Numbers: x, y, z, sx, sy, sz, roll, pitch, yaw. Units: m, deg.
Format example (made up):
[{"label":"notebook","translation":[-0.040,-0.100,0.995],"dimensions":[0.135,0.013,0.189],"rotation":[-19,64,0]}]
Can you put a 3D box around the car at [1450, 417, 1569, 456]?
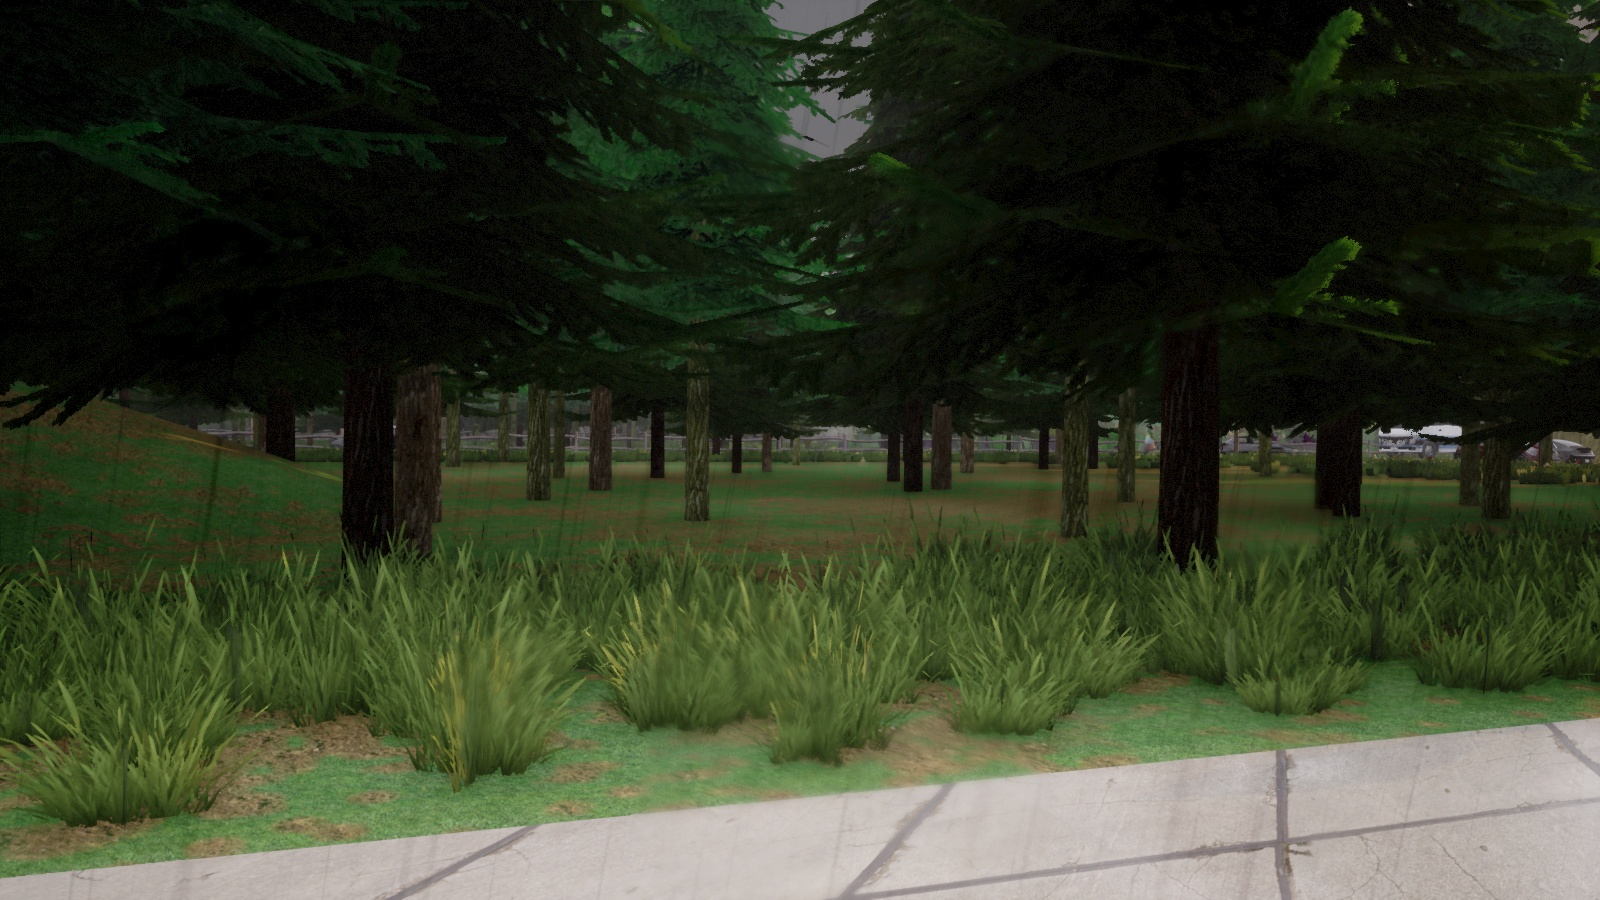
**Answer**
[{"label":"car","translation":[33.241,-0.636,59.011],"dimensions":[2.097,1.767,4.553],"rotation":[-1,1,-22]}]

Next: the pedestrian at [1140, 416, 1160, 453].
[{"label":"pedestrian","translation":[18.531,-0.832,66.478],"dimensions":[0.873,1.952,0.659],"rotation":[-1,1,5]}]

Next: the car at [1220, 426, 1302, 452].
[{"label":"car","translation":[26.025,-0.616,71.025],"dimensions":[4.193,1.474,1.816],"rotation":[0,1,14]}]

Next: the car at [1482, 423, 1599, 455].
[{"label":"car","translation":[36.106,-0.557,61.284],"dimensions":[1.837,1.490,4.892],"rotation":[-1,1,-22]}]

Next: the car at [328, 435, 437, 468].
[{"label":"car","translation":[-20.014,0.040,60.189],"dimensions":[4.892,1.490,1.837],"rotation":[-1,1,-21]}]

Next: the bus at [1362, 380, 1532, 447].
[{"label":"bus","translation":[42.684,-2.396,82.883],"dimensions":[10.273,4.253,3.944],"rotation":[-1,1,-19]}]
